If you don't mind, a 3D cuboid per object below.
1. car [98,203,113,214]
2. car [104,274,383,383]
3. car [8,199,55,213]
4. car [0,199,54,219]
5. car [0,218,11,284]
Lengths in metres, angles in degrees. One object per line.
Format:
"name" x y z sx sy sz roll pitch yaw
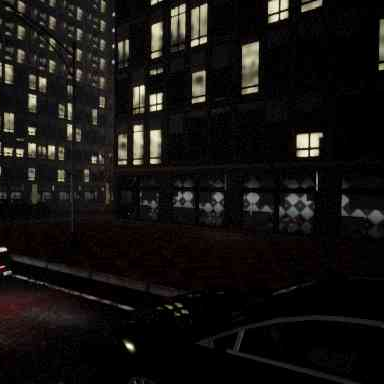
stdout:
"car" -8.848 1.830 39.766 1.752 1.417 4.829 1 0 36
"car" 1.335 1.491 2.728 4.902 1.511 2.128 0 0 35
"car" -19.144 1.642 39.917 1.752 1.417 4.829 1 0 36
"car" -15.635 1.519 30.546 2.192 1.841 5.009 1 0 36
"car" -6.346 1.487 8.185 4.902 1.511 2.128 0 0 36
